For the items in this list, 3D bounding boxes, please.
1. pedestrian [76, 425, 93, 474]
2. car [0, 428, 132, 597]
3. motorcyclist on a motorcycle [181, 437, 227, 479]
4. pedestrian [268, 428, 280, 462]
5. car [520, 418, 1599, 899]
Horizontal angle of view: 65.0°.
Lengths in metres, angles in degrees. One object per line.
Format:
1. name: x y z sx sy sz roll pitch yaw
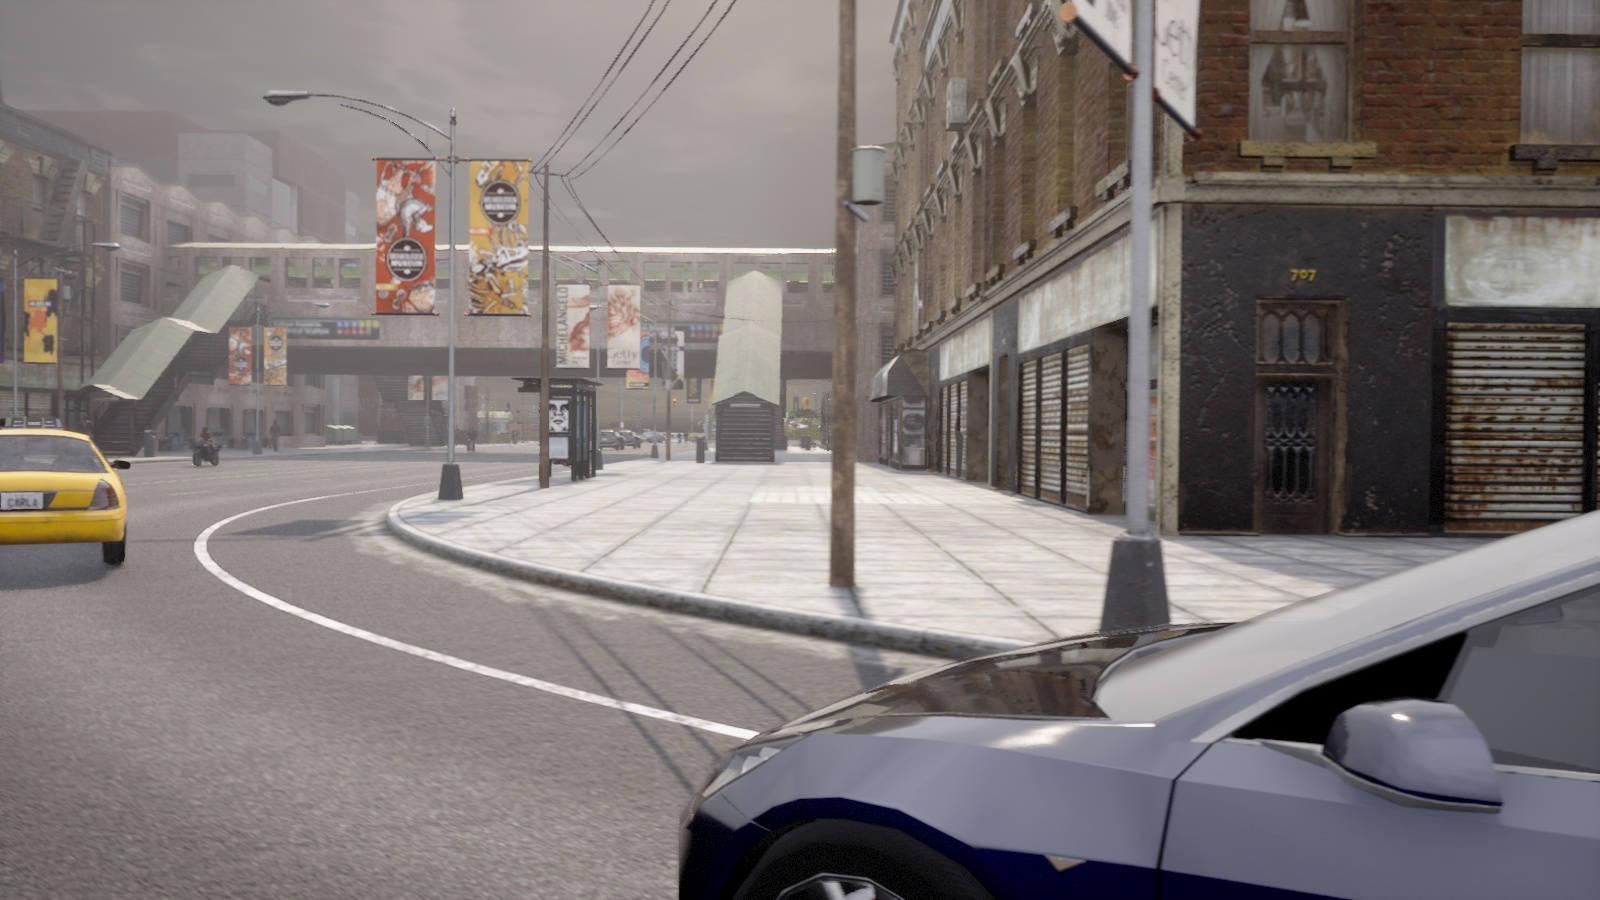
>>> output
1. pedestrian: -28.566 -0.014 50.121 0.402 1.930 0.666 -1 1 -15
2. car: -8.610 0.562 14.146 1.801 1.575 5.366 -1 1 -29
3. motorcyclist on a motorcycle: -22.635 0.291 47.730 0.797 1.523 2.044 0 1 0
4. pedestrian: -29.975 -0.279 71.584 0.402 1.930 0.666 -1 1 -6
5. car: 2.009 0.685 2.272 4.792 1.488 2.163 0 1 33
